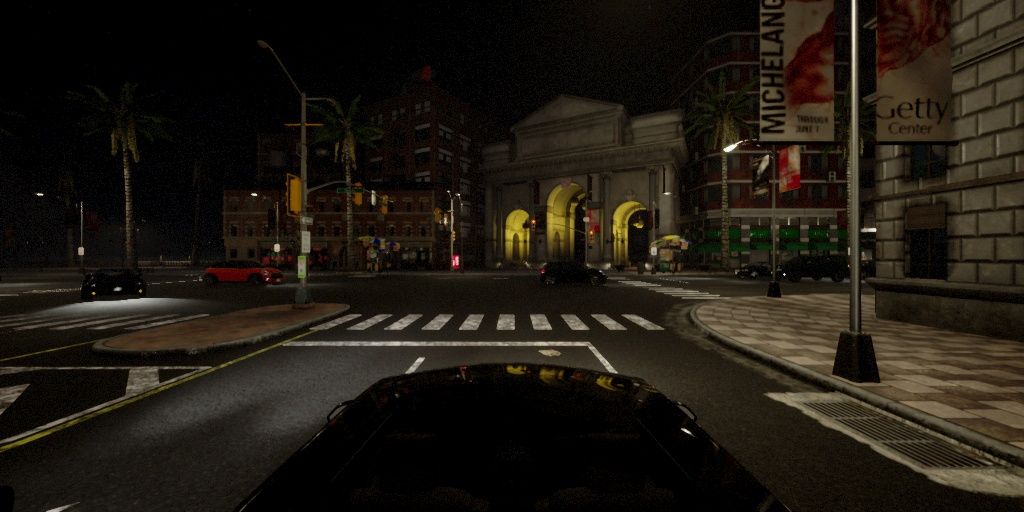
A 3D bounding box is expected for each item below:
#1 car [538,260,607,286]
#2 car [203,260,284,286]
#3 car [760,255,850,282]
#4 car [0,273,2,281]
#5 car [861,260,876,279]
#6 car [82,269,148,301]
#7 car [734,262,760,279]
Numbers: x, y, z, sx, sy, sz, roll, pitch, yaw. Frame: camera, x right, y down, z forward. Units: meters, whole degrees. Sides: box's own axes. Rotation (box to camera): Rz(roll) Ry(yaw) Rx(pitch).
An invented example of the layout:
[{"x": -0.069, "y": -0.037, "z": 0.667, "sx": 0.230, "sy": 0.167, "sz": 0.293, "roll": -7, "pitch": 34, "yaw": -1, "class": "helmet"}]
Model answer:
[{"x": 4.117, "y": 1.102, "z": 24.661, "sx": 4.553, "sy": 1.767, "sz": 2.097, "roll": 0, "pitch": 0, "yaw": 0, "class": "car"}, {"x": -18.420, "y": 1.102, "z": 24.805, "sx": 4.553, "sy": 1.767, "sz": 2.097, "roll": 0, "pitch": 0, "yaw": 0, "class": "car"}, {"x": 23.289, "y": 0.971, "z": 28.228, "sx": 5.566, "sy": 2.045, "sz": 2.150, "roll": 0, "pitch": 0, "yaw": 0, "class": "car"}, {"x": -38.840, "y": 1.102, "z": 24.937, "sx": 4.553, "sy": 1.767, "sz": 2.097, "roll": 0, "pitch": 0, "yaw": 0, "class": "car"}, {"x": 31.291, "y": 1.102, "z": 31.558, "sx": 4.553, "sy": 1.767, "sz": 2.097, "roll": 0, "pitch": 0, "yaw": 2, "class": "car"}, {"x": -19.343, "y": 1.314, "z": 17.477, "sx": 4.181, "sy": 1.385, "sz": 1.994, "roll": 0, "pitch": 0, "yaw": 40, "class": "car"}, {"x": 22.314, "y": 1.241, "z": 31.724, "sx": 4.902, "sy": 1.511, "sz": 2.128, "roll": 0, "pitch": 0, "yaw": 0, "class": "car"}]
